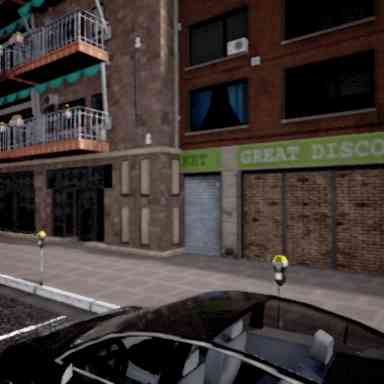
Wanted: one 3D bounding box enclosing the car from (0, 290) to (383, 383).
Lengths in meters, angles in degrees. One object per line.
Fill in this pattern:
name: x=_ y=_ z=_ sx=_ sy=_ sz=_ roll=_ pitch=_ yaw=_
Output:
car: x=0.061 y=1.582 z=2.827 sx=4.313 sy=1.339 sz=1.947 roll=-1 pitch=0 yaw=36
